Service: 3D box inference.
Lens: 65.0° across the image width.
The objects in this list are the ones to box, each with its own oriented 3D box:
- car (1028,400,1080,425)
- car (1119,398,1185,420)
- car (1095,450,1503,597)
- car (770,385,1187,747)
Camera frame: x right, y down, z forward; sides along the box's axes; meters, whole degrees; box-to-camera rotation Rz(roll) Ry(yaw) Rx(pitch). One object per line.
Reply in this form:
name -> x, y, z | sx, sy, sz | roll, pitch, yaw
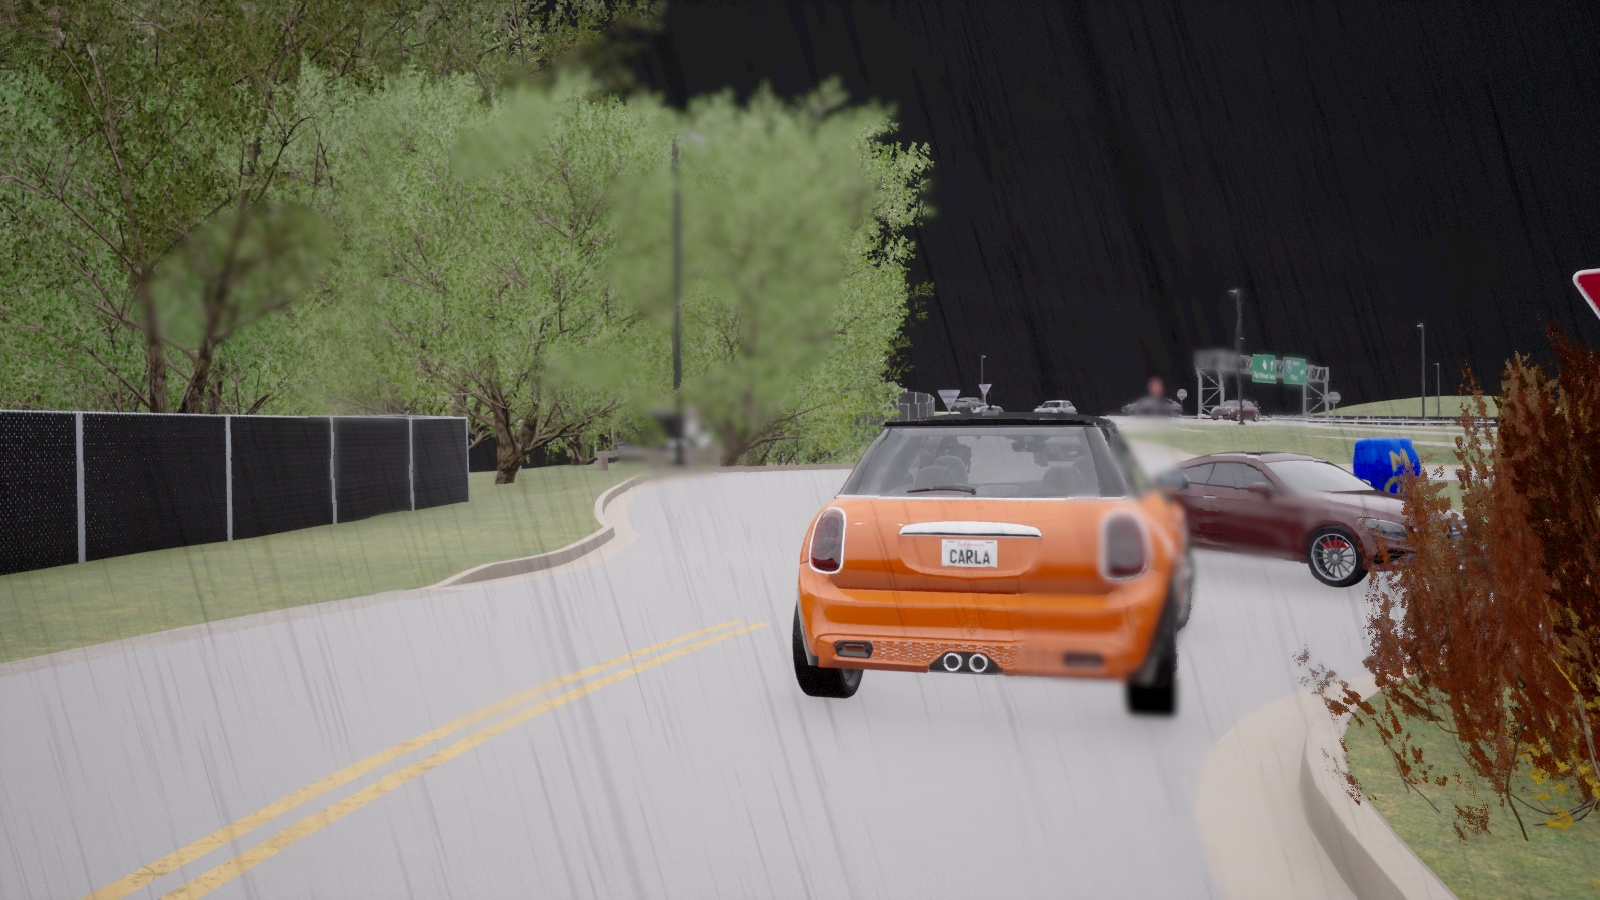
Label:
car -> 16.229, -2.416, 80.207 | 1.970, 1.475, 3.806 | 0, 2, 33
car -> 25.514, -2.962, 91.178 | 4.193, 1.474, 1.816 | 2, 2, -11
car -> 5.969, 0.773, 15.704 | 1.812, 1.442, 4.674 | -1, 2, -28
car -> 1.532, 0.548, 8.610 | 2.097, 1.767, 4.553 | 0, 0, 18
